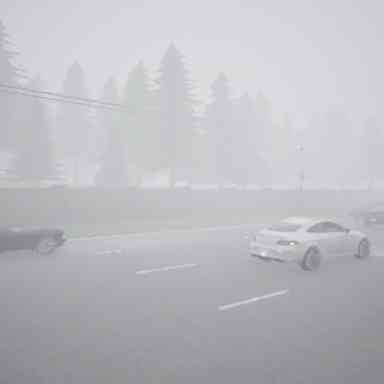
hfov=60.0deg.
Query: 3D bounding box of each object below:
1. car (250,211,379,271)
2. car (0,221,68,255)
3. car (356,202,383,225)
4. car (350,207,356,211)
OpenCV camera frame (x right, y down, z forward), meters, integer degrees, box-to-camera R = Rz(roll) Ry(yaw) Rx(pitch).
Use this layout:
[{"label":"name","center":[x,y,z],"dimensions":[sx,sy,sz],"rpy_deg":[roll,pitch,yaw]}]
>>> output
[{"label":"car","center":[3.928,1.530,10.848],"dimensions":[4.674,1.442,1.812],"rpy_deg":[0,0,-36]},{"label":"car","center":[-6.960,1.602,11.680],"dimensions":[4.718,1.301,1.895],"rpy_deg":[0,0,-36]},{"label":"car","center":[12.910,1.535,21.554],"dimensions":[4.674,1.442,1.812],"rpy_deg":[0,0,-35]},{"label":"car","center":[14.990,1.559,27.342],"dimensions":[5.357,1.411,2.033],"rpy_deg":[0,0,-35]}]
